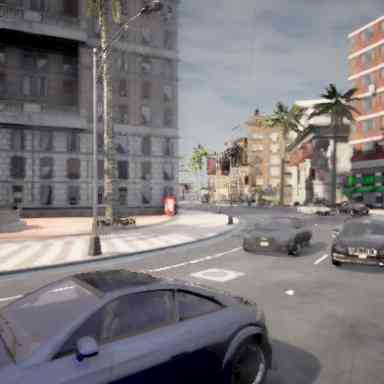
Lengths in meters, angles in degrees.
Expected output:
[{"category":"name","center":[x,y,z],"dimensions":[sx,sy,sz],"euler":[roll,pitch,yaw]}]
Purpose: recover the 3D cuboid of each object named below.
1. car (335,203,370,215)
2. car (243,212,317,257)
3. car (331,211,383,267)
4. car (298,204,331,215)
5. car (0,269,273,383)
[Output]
[{"category":"car","center":[18.504,1.985,38.410],"dimensions":[1.812,1.442,4.674],"euler":[0,-1,-6]},{"category":"car","center":[3.711,1.744,13.947],"dimensions":[1.994,1.385,4.181],"euler":[-1,-1,32]},{"category":"car","center":[6.205,1.646,11.718],"dimensions":[1.837,1.490,4.892],"euler":[-1,-1,32]},{"category":"car","center":[14.771,2.100,40.475],"dimensions":[1.895,1.301,4.718],"euler":[0,-1,-9]},{"category":"car","center":[-1.046,1.619,3.535],"dimensions":[4.181,1.385,1.994],"euler":[1,-1,-39]}]
